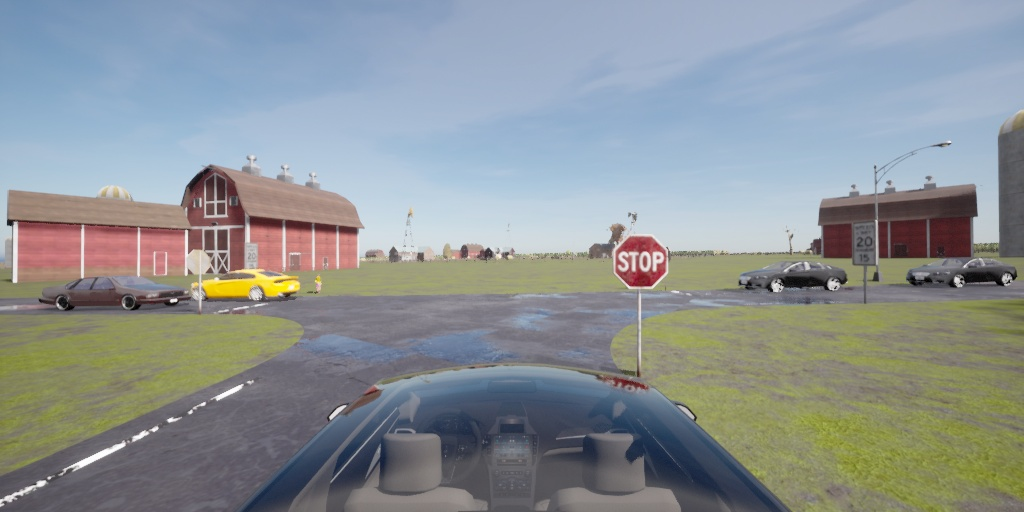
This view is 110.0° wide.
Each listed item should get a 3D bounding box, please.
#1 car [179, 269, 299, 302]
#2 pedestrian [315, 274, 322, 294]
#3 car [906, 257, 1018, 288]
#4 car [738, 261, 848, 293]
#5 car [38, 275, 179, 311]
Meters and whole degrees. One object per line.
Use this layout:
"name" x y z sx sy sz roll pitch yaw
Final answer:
"car" -13.370 1.442 17.999 5.008 1.535 1.882 -1 -1 6
"pedestrian" -11.252 1.620 20.862 0.500 1.100 0.500 0 0 4
"car" 23.489 0.834 18.821 4.902 1.511 2.128 -1 0 -7
"car" 13.958 0.998 17.979 4.902 1.511 2.128 -1 0 -4
"car" -16.972 1.542 15.410 5.357 1.411 2.033 -1 -1 5
